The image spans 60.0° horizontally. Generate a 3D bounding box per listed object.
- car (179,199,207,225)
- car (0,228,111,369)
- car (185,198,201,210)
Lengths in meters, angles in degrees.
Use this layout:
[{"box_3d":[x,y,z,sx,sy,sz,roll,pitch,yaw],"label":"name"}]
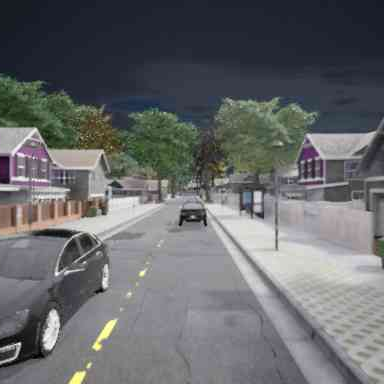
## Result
[{"box_3d":[0.083,1.472,24.115,1.882,1.535,5.008,0,0,0],"label":"car"},{"box_3d":[-2.831,1.503,6.063,1.837,1.490,4.892,0,0,0],"label":"car"},{"box_3d":[0.100,1.555,42.959,1.994,1.385,4.181,0,0,0],"label":"car"}]
